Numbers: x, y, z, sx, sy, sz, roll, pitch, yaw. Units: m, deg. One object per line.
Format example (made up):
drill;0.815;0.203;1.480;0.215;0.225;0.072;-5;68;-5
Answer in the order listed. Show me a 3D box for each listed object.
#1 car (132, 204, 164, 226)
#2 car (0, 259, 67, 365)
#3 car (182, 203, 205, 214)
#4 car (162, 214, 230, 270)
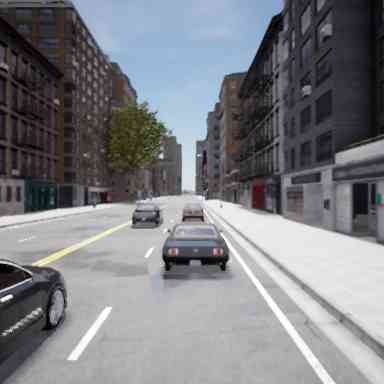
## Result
car;-3.148;1.602;24.224;2.128;1.511;4.902;0;0;0
car;-3.149;1.522;4.055;1.837;1.490;4.892;0;0;0
car;0.103;1.680;28.535;2.033;1.411;5.357;0;0;0
car;0.102;1.649;11.223;1.895;1.301;4.718;0;0;0
